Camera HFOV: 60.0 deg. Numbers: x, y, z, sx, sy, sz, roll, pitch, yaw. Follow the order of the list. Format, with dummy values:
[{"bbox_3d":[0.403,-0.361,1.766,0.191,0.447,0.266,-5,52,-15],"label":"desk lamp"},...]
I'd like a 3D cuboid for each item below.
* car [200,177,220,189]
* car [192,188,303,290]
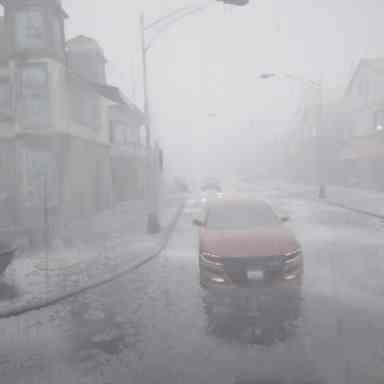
[{"bbox_3d":[1.869,-0.819,33.771,1.812,1.442,4.674,-3,4,2],"label":"car"},{"bbox_3d":[1.082,0.892,7.827,1.882,1.535,5.008,-3,4,2],"label":"car"}]
